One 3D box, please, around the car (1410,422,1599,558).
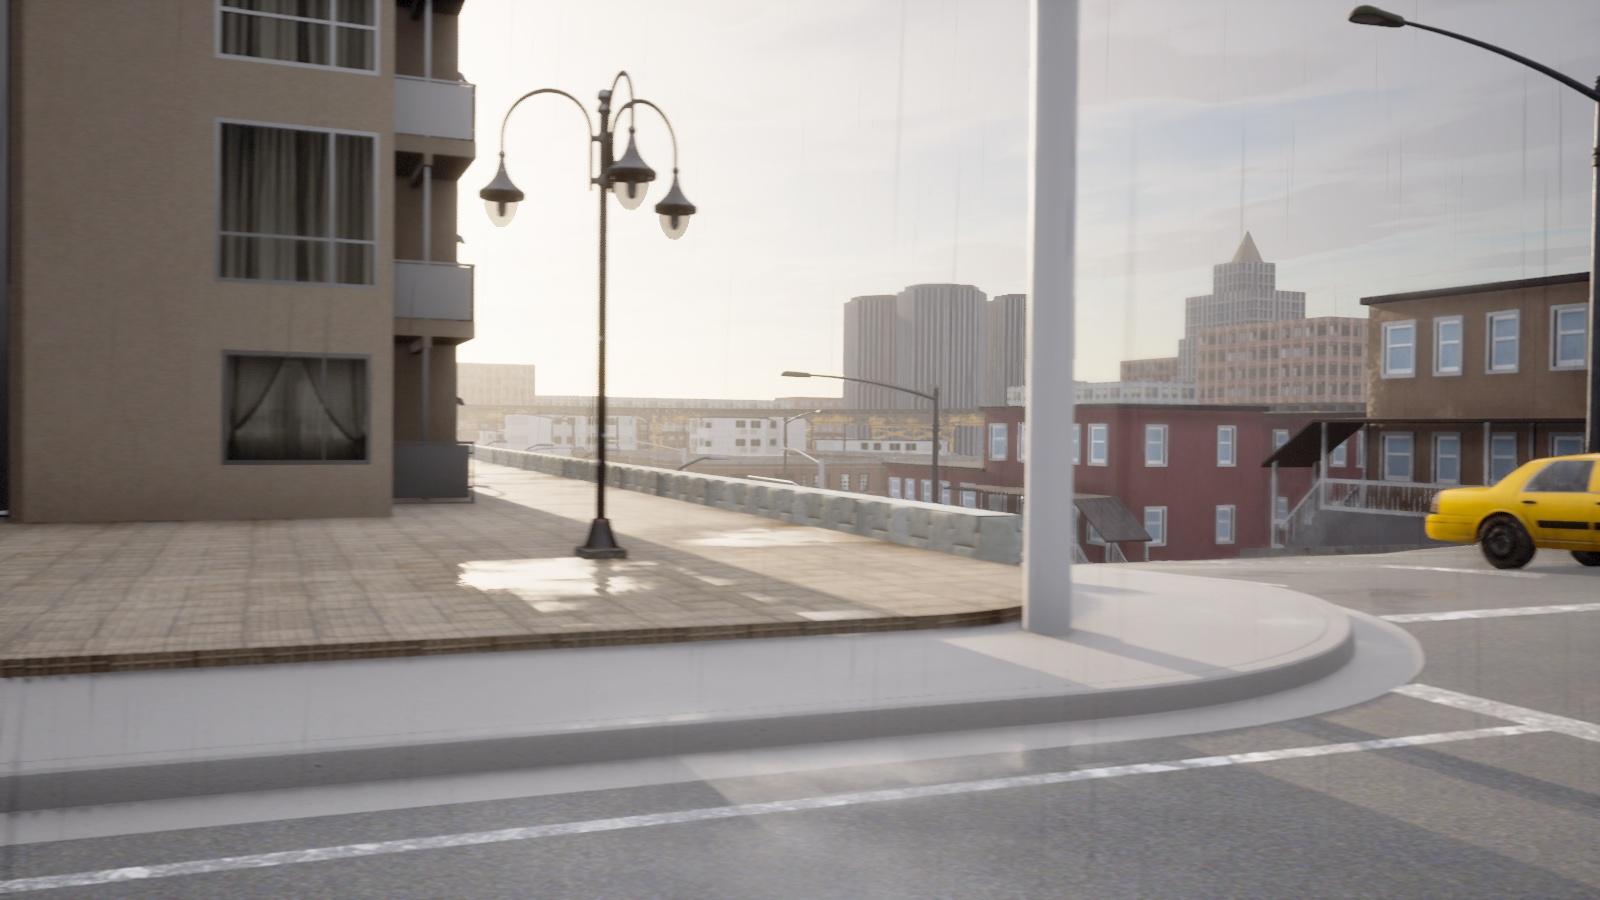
[{"bbox_3d":[10.117,0.449,14.847,1.801,1.575,5.366,-1,-1,-22],"label":"car"}]
